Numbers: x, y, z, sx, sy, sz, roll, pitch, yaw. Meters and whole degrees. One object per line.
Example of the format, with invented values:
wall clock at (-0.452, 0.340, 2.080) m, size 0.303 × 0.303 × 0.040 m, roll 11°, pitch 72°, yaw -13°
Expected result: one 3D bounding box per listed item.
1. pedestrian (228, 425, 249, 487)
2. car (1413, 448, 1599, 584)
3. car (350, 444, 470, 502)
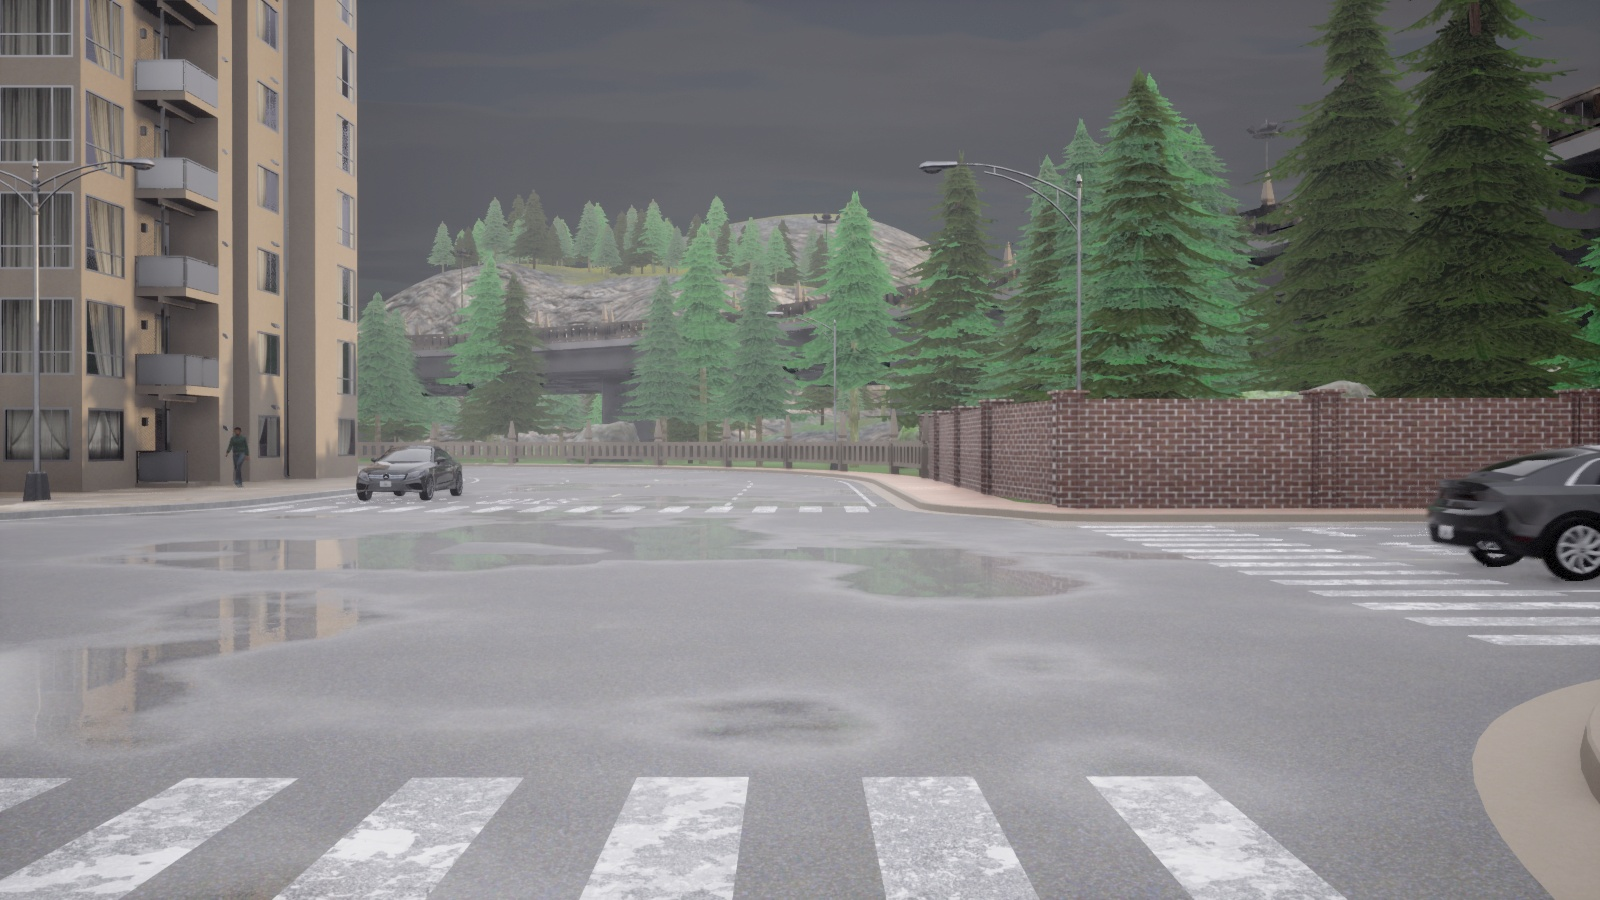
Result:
pedestrian at (-16.756, 0.175, 37.468) m, size 0.353 × 1.847 × 0.614 m, roll 0°, pitch 0°, yaw 0°
car at (10.123, 0.731, 14.802) m, size 4.892 × 1.490 × 1.837 m, roll 0°, pitch 0°, yaw 0°
car at (-10.497, 0.571, 34.132) m, size 1.812 × 1.442 × 4.674 m, roll 0°, pitch 0°, yaw 0°
